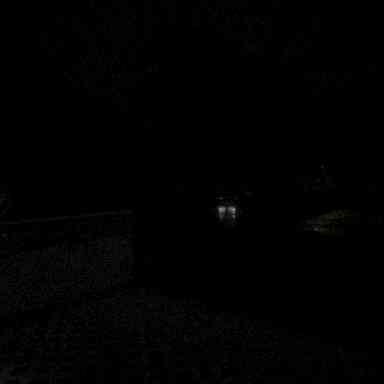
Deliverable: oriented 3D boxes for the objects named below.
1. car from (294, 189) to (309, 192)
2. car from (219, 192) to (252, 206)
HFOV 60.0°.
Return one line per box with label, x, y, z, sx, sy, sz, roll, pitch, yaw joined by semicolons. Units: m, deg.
car;15.037;0.233;46.040;1.895;1.301;4.718;1;2;36
car;4.467;0.643;31.462;1.895;1.301;4.718;1;2;36
